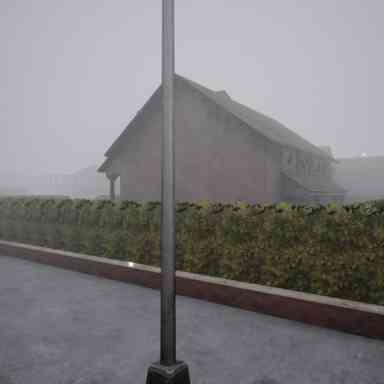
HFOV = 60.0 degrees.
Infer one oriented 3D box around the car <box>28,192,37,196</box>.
[{"bbox_3d":[-33.511,0.973,70.157,3.866,1.878,1.905,0,0,36],"label":"car"}]
